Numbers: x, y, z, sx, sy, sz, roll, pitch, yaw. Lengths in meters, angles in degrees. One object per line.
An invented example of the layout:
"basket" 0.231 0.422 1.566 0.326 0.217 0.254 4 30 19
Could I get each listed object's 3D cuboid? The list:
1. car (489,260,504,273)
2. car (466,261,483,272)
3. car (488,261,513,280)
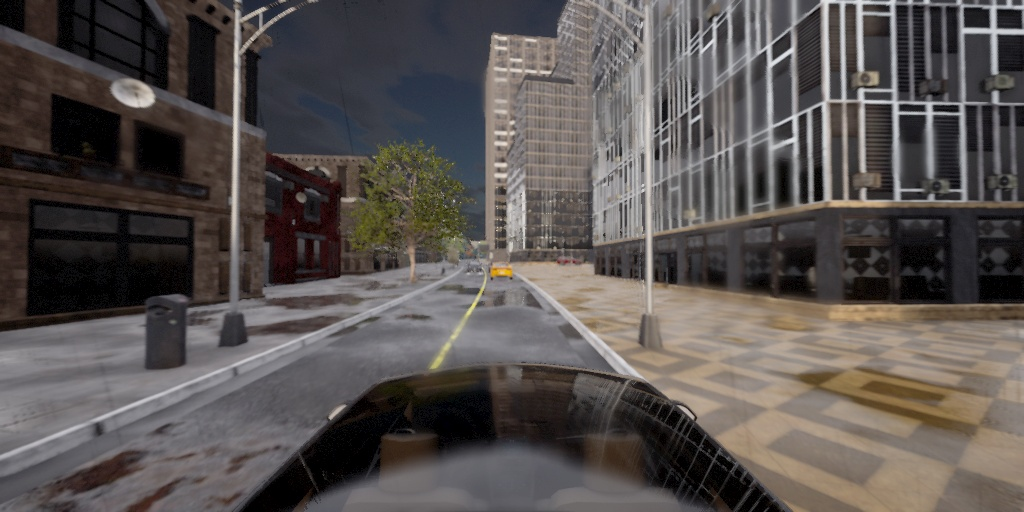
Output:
"car" -2.064 1.339 46.777 1.812 1.442 4.674 0 0 -5
"car" -4.855 1.359 46.806 1.812 1.442 4.674 0 0 -5
"car" -0.965 1.272 32.170 1.882 1.535 5.008 0 0 -3
